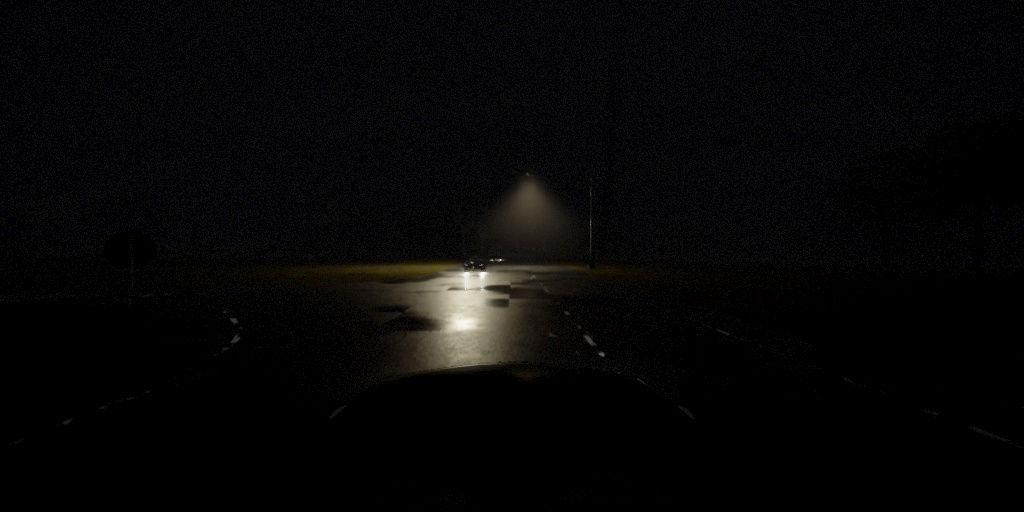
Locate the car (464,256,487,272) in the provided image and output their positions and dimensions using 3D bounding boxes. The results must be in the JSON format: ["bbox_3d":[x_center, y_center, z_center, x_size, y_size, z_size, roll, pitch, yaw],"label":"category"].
[{"bbox_3d":[-3.523,0.720,35.135,1.837,1.490,4.892,0,1,0],"label":"car"}]
